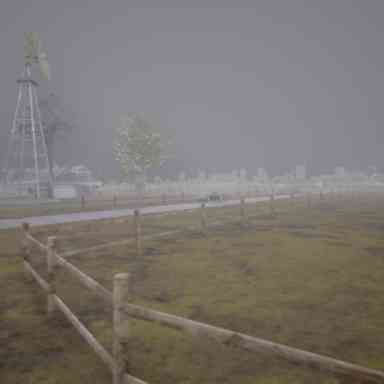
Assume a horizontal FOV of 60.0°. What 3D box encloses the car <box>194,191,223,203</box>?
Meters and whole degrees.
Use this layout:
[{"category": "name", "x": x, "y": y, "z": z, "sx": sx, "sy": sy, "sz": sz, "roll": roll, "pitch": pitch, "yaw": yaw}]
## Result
[{"category": "car", "x": 2.188, "y": 0.604, "z": 42.749, "sx": 1.837, "sy": 1.490, "sz": 4.892, "roll": -1, "pitch": 1, "yaw": 36}]
